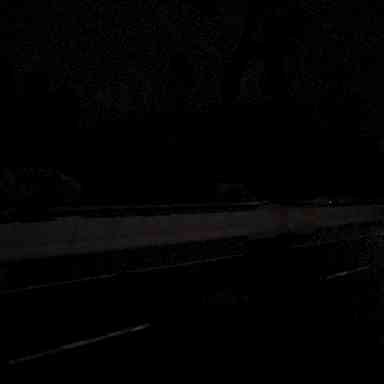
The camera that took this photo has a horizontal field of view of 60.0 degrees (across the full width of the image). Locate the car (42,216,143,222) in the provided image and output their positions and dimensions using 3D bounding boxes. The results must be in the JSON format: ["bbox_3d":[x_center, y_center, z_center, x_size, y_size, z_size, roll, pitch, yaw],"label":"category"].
[{"bbox_3d":[-5.072,1.538,17.667,4.718,1.301,1.895,0,0,-36],"label":"car"}]

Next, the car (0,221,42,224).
[{"bbox_3d":[-9.495,1.416,18.771,4.902,1.511,2.128,0,0,-36],"label":"car"}]
